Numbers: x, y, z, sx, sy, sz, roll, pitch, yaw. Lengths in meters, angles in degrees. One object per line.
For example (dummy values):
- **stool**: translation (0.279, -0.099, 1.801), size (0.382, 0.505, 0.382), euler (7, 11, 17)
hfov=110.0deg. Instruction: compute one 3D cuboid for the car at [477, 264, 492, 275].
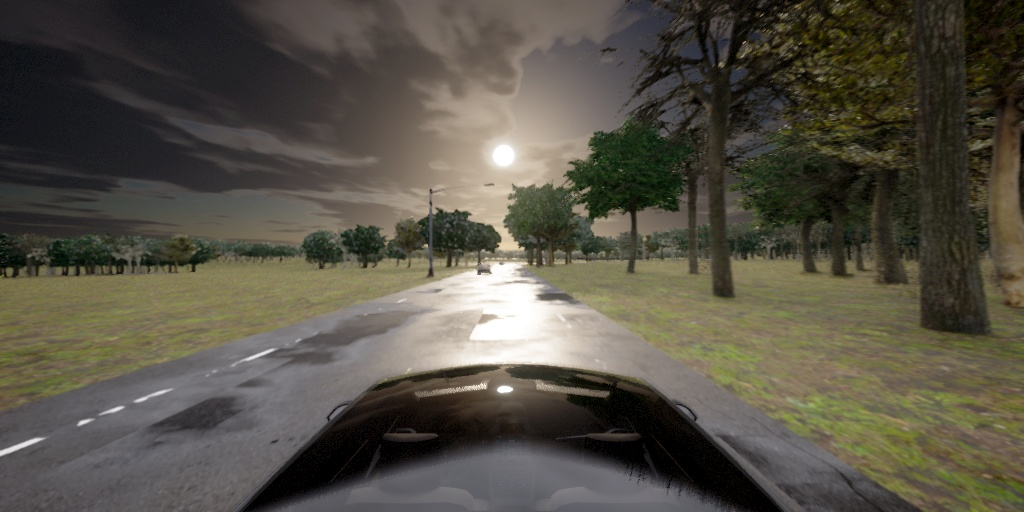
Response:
- **car**: translation (-3.752, 1.782, 49.465), size (2.033, 1.411, 5.357), euler (0, -1, 0)
